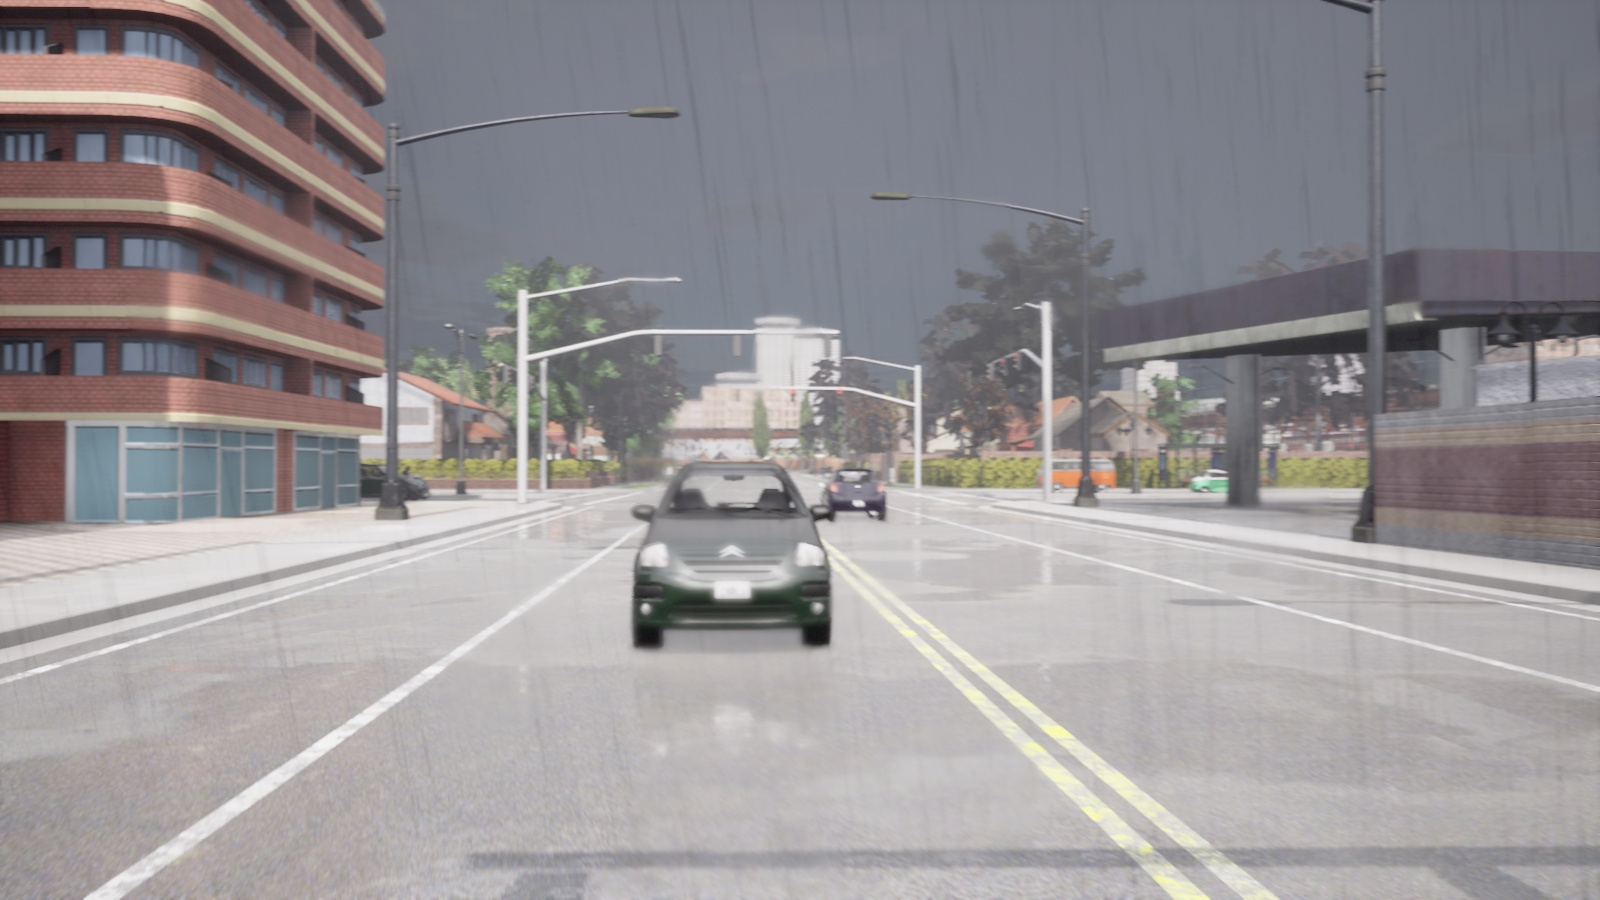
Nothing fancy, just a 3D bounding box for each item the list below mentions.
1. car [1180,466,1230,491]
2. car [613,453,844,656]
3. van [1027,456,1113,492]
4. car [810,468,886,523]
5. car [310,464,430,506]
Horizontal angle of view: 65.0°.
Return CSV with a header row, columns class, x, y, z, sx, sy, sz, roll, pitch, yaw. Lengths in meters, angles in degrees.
class,x,y,z,sx,sy,sz,roll,pitch,yaw
car,21.966,1.543,68.164,2.207,1.376,1.481,0,-1,-3
car,-0.693,0.869,12.149,1.851,1.617,3.988,0,-1,-3
van,15.339,1.333,71.380,4.442,1.987,1.775,0,-1,-2
car,1.350,1.270,36.493,1.845,1.501,3.633,0,-1,-3
car,-18.788,1.502,54.986,4.553,1.767,2.097,0,-1,-1
